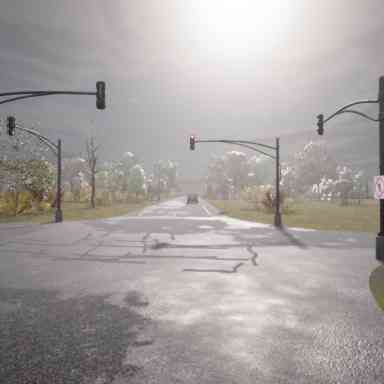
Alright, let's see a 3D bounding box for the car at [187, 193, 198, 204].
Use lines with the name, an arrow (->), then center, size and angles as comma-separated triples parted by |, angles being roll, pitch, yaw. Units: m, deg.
car -> 0.107, 1.293, 67.703 | 2.150, 2.045, 5.566 | 0, 0, 0
